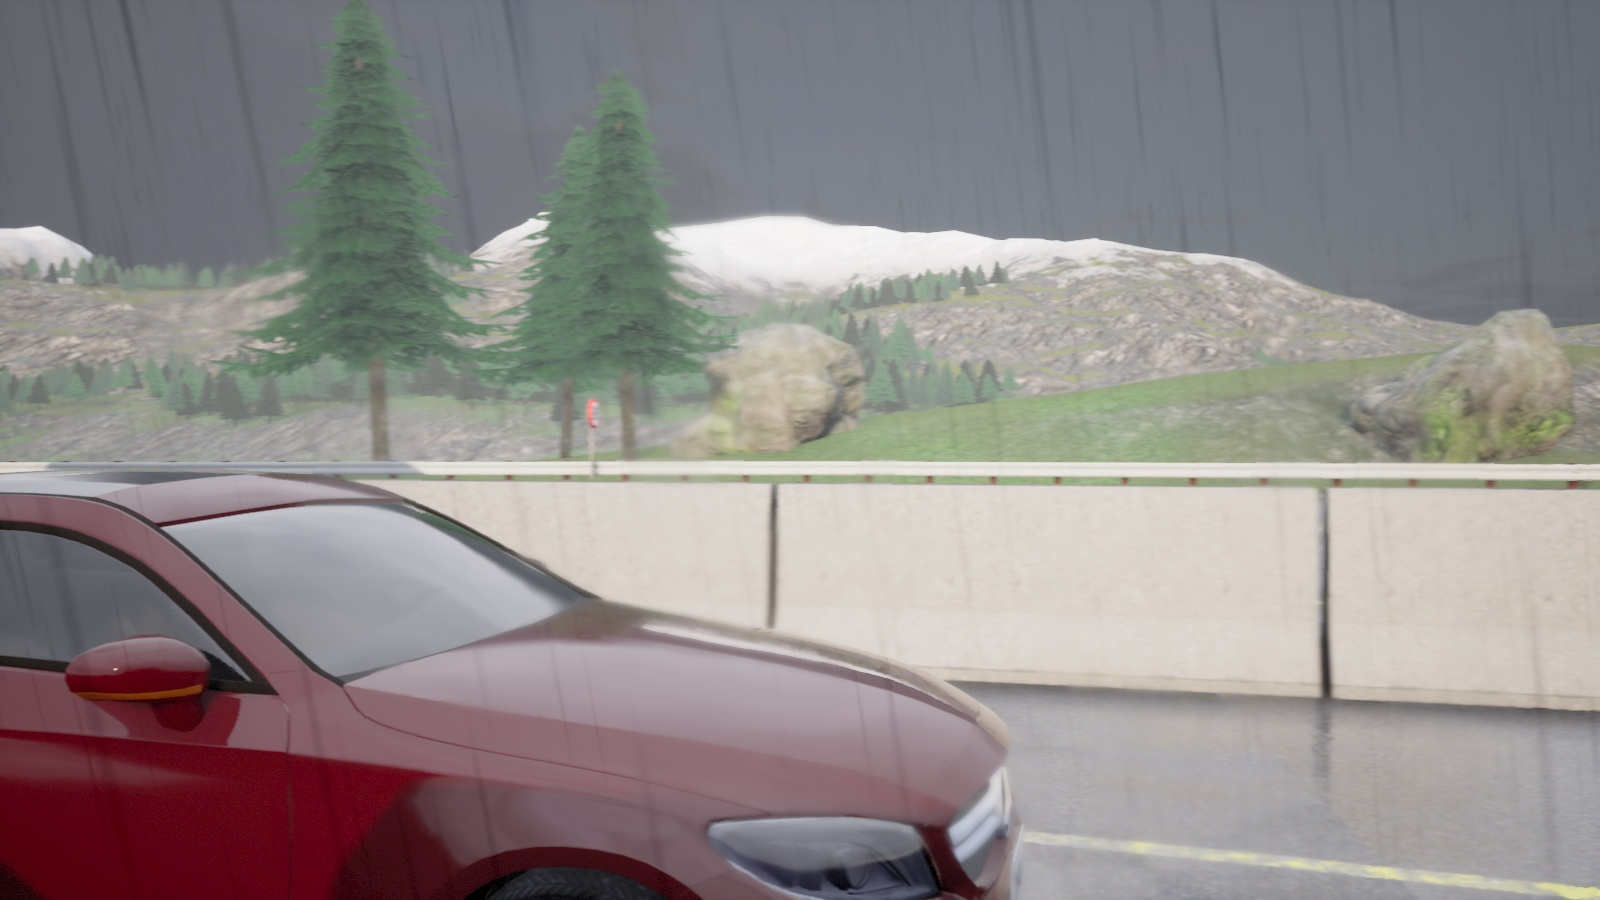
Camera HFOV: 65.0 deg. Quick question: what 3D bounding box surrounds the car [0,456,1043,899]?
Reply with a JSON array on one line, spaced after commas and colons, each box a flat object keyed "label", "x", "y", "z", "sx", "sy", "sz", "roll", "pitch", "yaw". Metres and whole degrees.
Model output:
[{"label": "car", "x": -1.724, "y": 0.773, "z": 3.703, "sx": 4.674, "sy": 1.442, "sz": 1.812, "roll": 0, "pitch": 1, "yaw": 15}]
